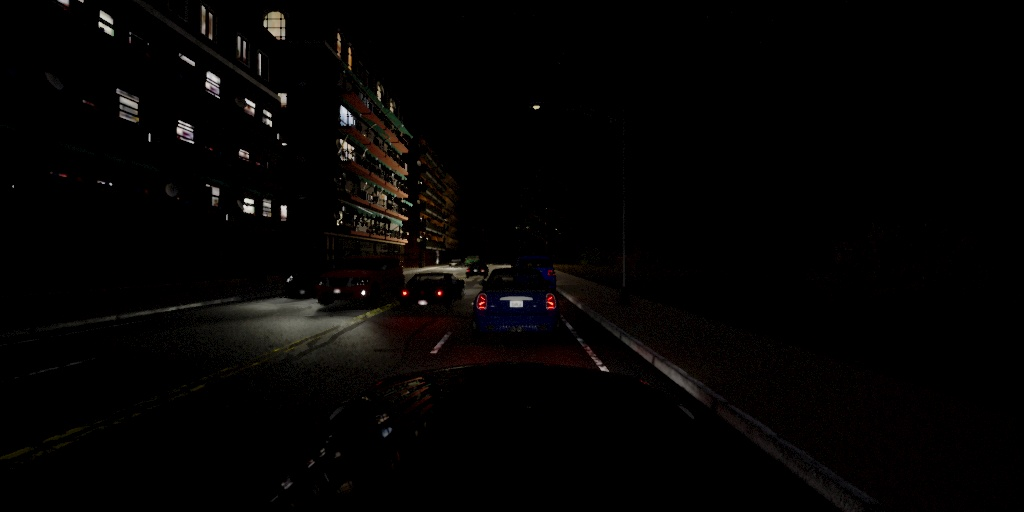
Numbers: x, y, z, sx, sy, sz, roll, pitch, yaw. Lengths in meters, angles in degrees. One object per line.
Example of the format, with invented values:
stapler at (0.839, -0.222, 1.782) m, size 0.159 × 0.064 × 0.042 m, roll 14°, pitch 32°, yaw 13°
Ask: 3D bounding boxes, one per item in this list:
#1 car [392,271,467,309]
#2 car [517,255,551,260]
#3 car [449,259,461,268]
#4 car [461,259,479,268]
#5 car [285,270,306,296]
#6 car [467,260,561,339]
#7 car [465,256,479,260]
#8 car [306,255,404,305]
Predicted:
car at (-3.152, 1.353, 14.899) m, size 1.895 × 1.301 × 4.718 m, roll 0°, pitch 0°, yaw 0°
car at (1.138, 0.978, 19.808) m, size 2.150 × 2.045 × 5.566 m, roll 0°, pitch 0°, yaw 0°
car at (-9.810, 1.245, 62.566) m, size 2.128 × 1.511 × 4.902 m, roll 0°, pitch 0°, yaw 0°
car at (-3.147, 1.301, 33.298) m, size 2.033 × 1.411 × 5.357 m, roll 0°, pitch 0°, yaw 0°
car at (-9.850, 1.105, 19.086) m, size 2.097 × 1.767 × 4.553 m, roll 0°, pitch 0°, yaw 0°
car at (0.098, 1.104, 10.233) m, size 2.097 × 1.767 × 4.553 m, roll 0°, pitch 0°, yaw 0°
car at (-6.574, 0.977, 59.905) m, size 2.150 × 2.045 × 5.566 m, roll 0°, pitch 0°, yaw 0°
car at (-6.601, 0.974, 16.300) m, size 2.150 × 2.045 × 5.566 m, roll 0°, pitch 0°, yaw 0°
